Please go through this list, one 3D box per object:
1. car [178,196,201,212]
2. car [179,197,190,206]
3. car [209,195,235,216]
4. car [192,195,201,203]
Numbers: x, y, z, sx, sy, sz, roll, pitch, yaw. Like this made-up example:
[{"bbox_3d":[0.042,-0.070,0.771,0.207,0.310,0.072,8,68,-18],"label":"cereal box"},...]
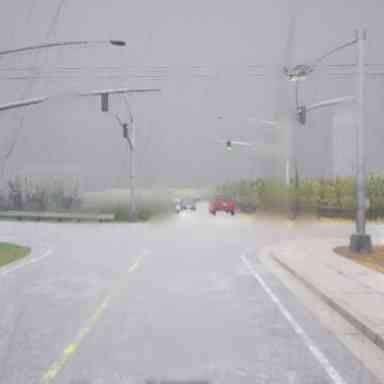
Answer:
[{"bbox_3d":[-0.472,1.561,39.936,2.128,1.511,4.902,0,0,-3],"label":"car"},{"bbox_3d":[-1.312,1.620,59.087,1.837,1.490,4.892,0,0,-3],"label":"car"},{"bbox_3d":[2.998,1.286,34.123,2.150,2.045,5.566,0,0,-3],"label":"car"},{"bbox_3d":[0.998,1.578,75.490,1.882,1.535,5.008,0,0,-3],"label":"car"}]
